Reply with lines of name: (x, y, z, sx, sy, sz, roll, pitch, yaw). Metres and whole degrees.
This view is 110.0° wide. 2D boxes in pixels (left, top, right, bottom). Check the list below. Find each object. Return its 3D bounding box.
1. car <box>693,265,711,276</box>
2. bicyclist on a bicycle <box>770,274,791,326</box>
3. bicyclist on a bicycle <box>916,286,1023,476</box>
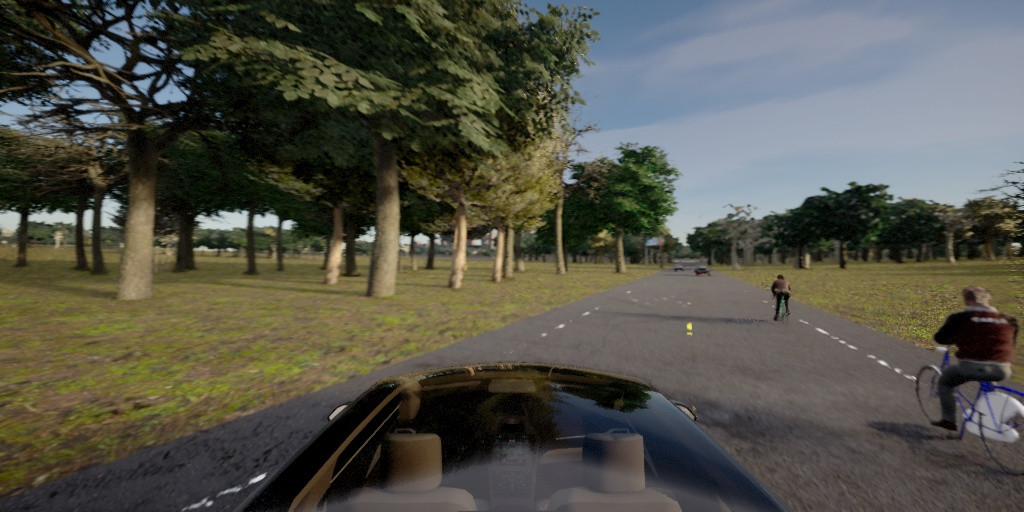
car: (28.092, 2.155, 52.899, 1.837, 1.490, 4.892, 0, 0, 26)
bicyclist on a bicycle: (8.814, 1.432, 11.739, 0.582, 1.620, 1.656, 0, -1, 26)
bicyclist on a bicycle: (4.992, 1.207, 3.966, 0.659, 1.776, 1.843, 0, -1, 26)
